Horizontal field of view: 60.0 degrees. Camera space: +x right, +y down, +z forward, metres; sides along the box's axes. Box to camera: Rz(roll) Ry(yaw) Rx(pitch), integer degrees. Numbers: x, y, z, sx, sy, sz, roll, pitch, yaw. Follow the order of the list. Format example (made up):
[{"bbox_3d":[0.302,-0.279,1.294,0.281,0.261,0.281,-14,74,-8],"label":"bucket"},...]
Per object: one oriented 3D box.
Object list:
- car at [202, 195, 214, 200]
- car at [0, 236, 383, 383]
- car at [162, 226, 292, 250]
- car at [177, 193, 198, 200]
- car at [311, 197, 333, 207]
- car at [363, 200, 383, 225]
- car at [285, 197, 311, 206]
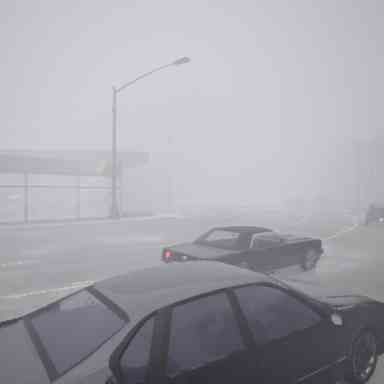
[{"bbox_3d":[4.678,1.550,91.934,1.994,1.385,4.181,0,0,-7],"label":"car"},{"bbox_3d":[0.147,1.547,3.668,5.357,1.411,2.033,0,0,-34],"label":"car"},{"bbox_3d":[1.604,1.600,9.135,4.718,1.301,1.895,0,0,-39],"label":"car"},{"bbox_3d":[-1.498,1.522,92.830,4.674,1.442,1.812,0,0,-27],"label":"car"},{"bbox_3d":[20.374,1.524,52.380,1.812,1.442,4.674,0,0,-6],"label":"car"},{"bbox_3d":[13.269,1.504,23.447,1.837,1.490,4.892,1,0,28],"label":"car"},{"bbox_3d":[16.702,1.490,53.637,2.128,1.511,4.902,0,0,-7],"label":"car"}]
